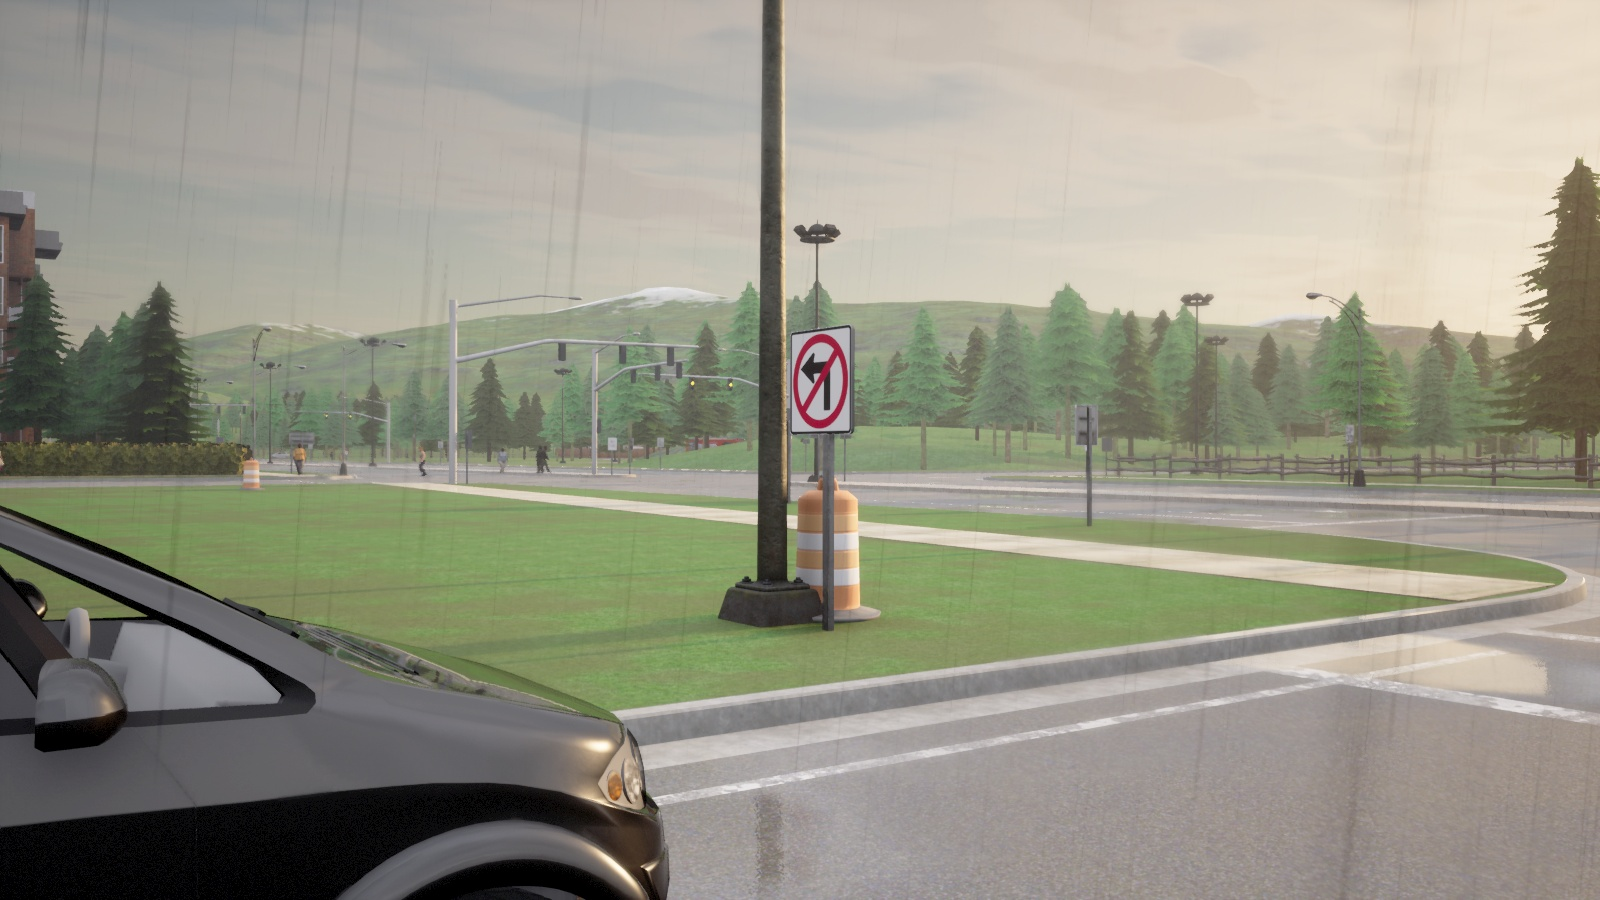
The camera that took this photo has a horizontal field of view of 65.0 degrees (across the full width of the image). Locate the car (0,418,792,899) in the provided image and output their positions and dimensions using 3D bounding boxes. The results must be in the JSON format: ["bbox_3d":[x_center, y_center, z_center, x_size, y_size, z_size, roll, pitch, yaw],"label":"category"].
[{"bbox_3d":[-2.048,0.733,2.232,3.705,1.549,1.789,0,0,-35],"label":"car"}]

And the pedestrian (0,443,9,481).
[{"bbox_3d":[-40.697,0.616,63.739,0.873,1.952,0.659,0,0,-34],"label":"pedestrian"}]

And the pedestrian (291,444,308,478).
[{"bbox_3d":[-28.019,0.615,70.342,0.874,1.855,0.900,0,0,-22],"label":"pedestrian"}]
